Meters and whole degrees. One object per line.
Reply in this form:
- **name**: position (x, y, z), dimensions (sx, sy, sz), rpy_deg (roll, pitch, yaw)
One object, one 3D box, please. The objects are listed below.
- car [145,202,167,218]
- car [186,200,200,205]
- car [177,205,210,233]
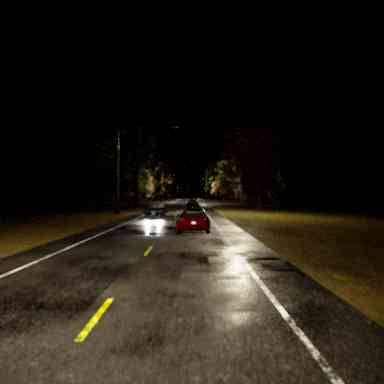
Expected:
- **car**: position (-3.597, 1.788, 33.576), dimensions (2.128, 1.511, 4.902), rpy_deg (0, -1, 0)
- **car**: position (0.090, 1.947, 49.912), dimensions (1.837, 1.490, 4.892), rpy_deg (0, 0, 0)
- **car**: position (0.096, 1.751, 21.047), dimensions (1.994, 1.385, 4.181), rpy_deg (0, 0, 0)
